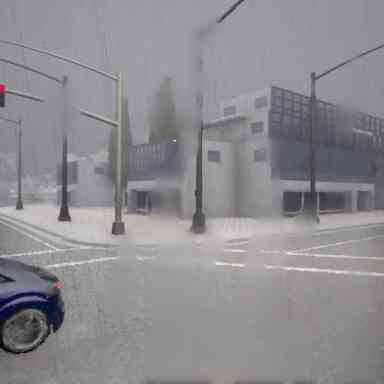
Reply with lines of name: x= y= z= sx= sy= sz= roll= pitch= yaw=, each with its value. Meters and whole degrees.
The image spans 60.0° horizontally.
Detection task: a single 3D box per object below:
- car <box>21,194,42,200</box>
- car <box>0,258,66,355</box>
car: x=-41.098 y=1.246 z=83.609 sx=4.553 sy=1.767 sz=2.097 roll=0 pitch=0 yaw=9
car: x=-3.964 y=1.553 z=4.474 sx=4.181 sy=1.385 sz=1.994 roll=0 pitch=0 yaw=-37
